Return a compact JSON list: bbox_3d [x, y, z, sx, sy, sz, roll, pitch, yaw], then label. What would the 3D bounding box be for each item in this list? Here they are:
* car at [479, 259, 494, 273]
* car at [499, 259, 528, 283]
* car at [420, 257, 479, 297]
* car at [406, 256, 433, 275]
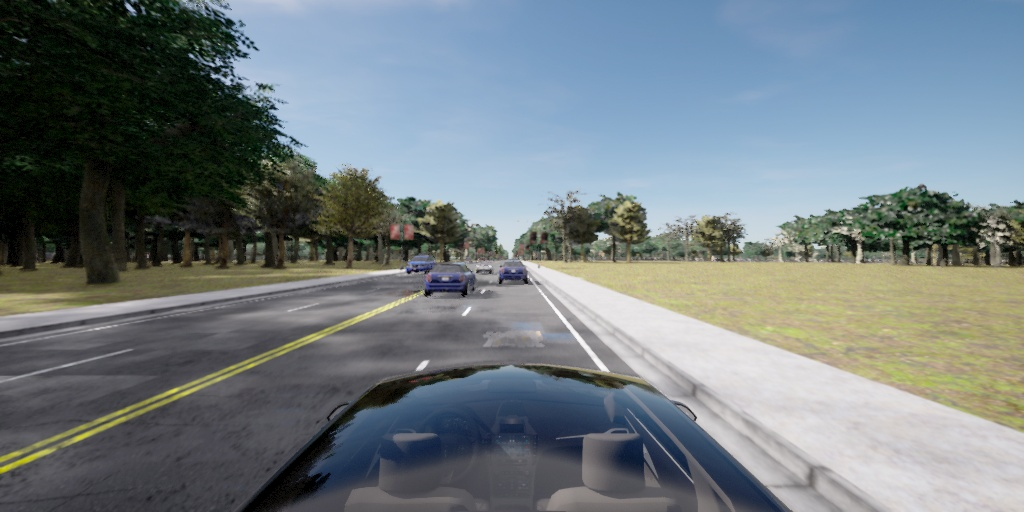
[{"bbox_3d":[-3.156,1.355,42.378,1.895,1.301,4.718,0,0,0],"label":"car"},{"bbox_3d":[0.097,1.105,27.641,2.097,1.767,4.553,0,0,0],"label":"car"},{"bbox_3d":[-3.153,1.105,19.083,2.097,1.767,4.553,0,0,0],"label":"car"},{"bbox_3d":[-9.847,0.975,39.123,2.150,2.045,5.566,0,0,0],"label":"car"}]
